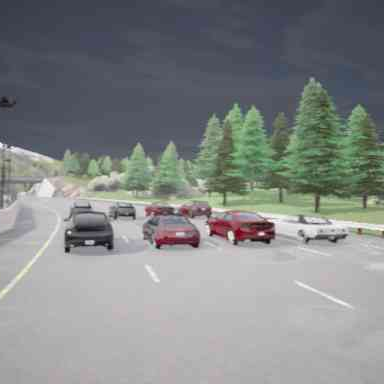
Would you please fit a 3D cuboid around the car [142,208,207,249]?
[{"bbox_3d":[-1.074,1.669,15.344,1.994,1.385,4.181,1,0,-18],"label":"car"}]

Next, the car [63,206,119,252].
[{"bbox_3d":[-4.412,1.563,14.301,1.837,1.490,4.892,1,0,-18],"label":"car"}]

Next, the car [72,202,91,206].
[{"bbox_3d":[-9.590,1.595,28.793,2.128,1.511,4.902,1,0,-22],"label":"car"}]

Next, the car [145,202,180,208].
[{"bbox_3d":[-3.152,1.680,31.539,1.882,1.535,5.008,1,0,-22],"label":"car"}]

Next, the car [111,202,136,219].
[{"bbox_3d":[-6.335,1.645,30.078,2.128,1.511,4.902,1,0,-22],"label":"car"}]

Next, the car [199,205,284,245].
[{"bbox_3d":[2.216,1.632,16.550,1.882,1.535,5.008,1,0,-18],"label":"car"}]

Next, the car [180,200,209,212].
[{"bbox_3d":[0.249,1.601,32.473,2.097,1.767,4.553,1,-1,-22],"label":"car"}]

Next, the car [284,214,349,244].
[{"bbox_3d":[5.668,1.803,17.246,1.895,1.301,4.718,1,0,-17],"label":"car"}]
